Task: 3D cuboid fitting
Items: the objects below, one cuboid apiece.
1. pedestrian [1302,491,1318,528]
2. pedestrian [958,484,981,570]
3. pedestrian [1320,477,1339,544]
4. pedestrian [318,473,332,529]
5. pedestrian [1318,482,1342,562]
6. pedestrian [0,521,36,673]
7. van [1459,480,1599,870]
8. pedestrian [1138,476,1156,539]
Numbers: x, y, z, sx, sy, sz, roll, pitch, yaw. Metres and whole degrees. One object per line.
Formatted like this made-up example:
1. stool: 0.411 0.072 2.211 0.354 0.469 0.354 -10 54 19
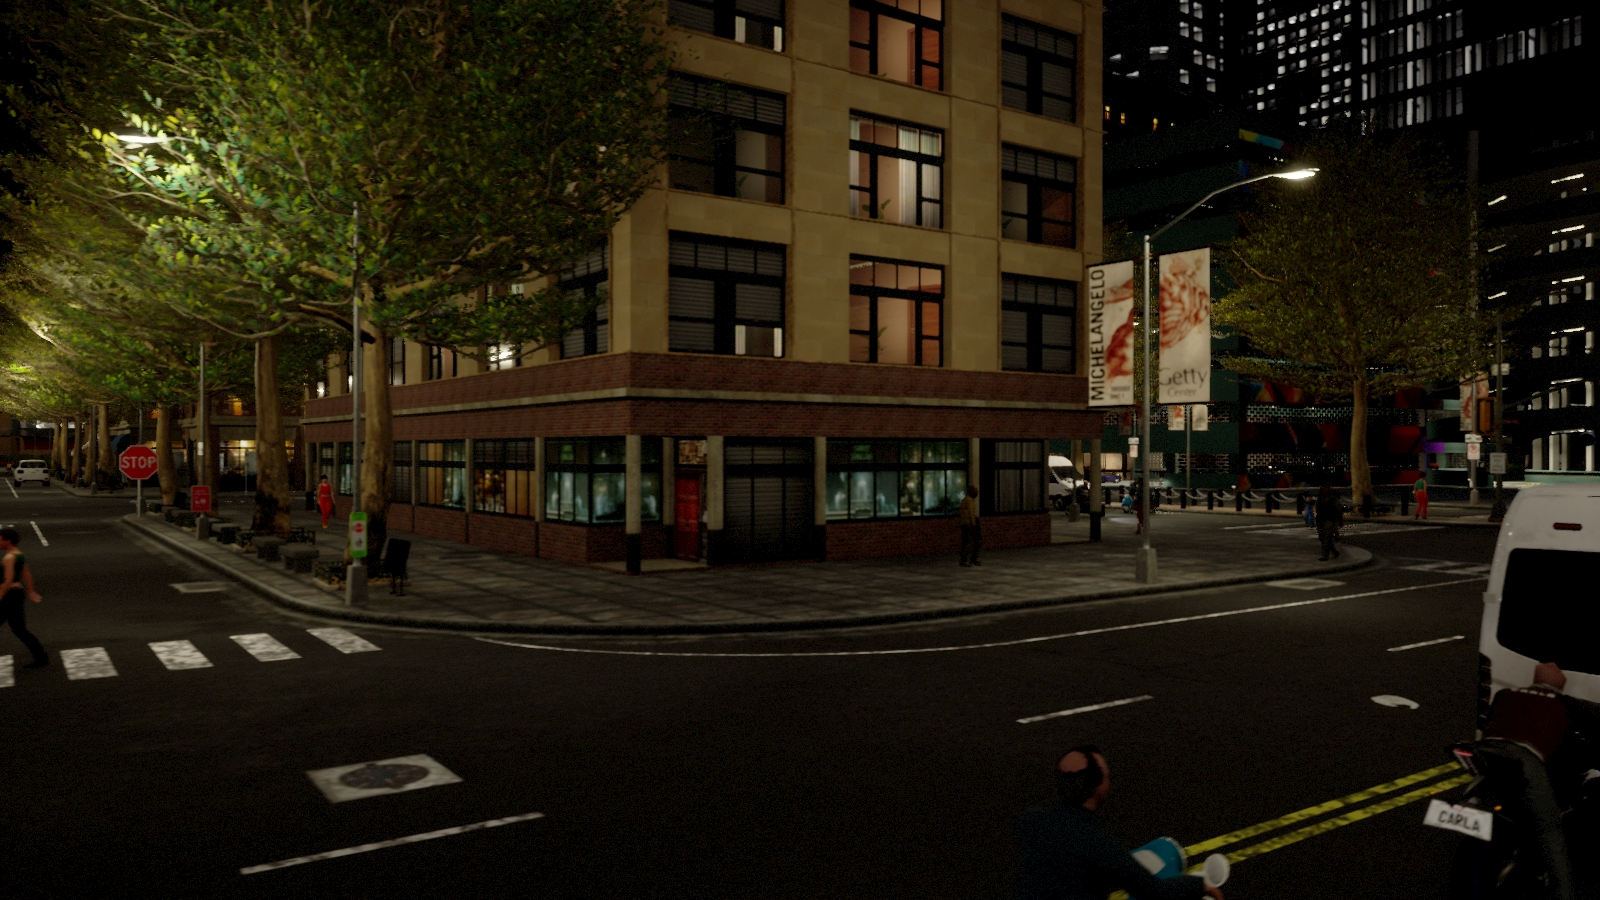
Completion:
1. pedestrian: 18.203 2.129 40.760 0.375 1.300 0.375 0 0 -36
2. pedestrian: 3.761 1.696 25.332 0.375 1.860 0.375 0 0 -16
3. pedestrian: 14.855 1.696 32.050 0.375 1.860 0.375 0 0 -1
4. pedestrian: -15.905 1.696 38.259 0.375 1.860 0.375 0 0 -29
5. pedestrian: 12.519 1.697 26.999 0.375 1.860 0.375 0 0 -27
6. pedestrian: -9.920 1.849 14.451 0.375 1.860 0.375 0 0 -24
7. van: 7.835 1.534 9.288 5.915 2.561 1.988 0 0 -35
8. pedestrian: 10.340 1.697 34.064 0.375 1.860 0.375 0 0 -36
